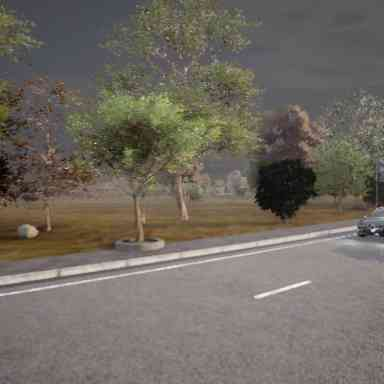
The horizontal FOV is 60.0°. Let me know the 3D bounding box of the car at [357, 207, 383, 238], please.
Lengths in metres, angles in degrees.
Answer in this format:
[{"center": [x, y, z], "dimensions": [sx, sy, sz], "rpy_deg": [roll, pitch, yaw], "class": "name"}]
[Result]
[{"center": [10.071, 1.502, 16.740], "dimensions": [4.892, 1.490, 1.837], "rpy_deg": [0, 0, -41], "class": "car"}]
